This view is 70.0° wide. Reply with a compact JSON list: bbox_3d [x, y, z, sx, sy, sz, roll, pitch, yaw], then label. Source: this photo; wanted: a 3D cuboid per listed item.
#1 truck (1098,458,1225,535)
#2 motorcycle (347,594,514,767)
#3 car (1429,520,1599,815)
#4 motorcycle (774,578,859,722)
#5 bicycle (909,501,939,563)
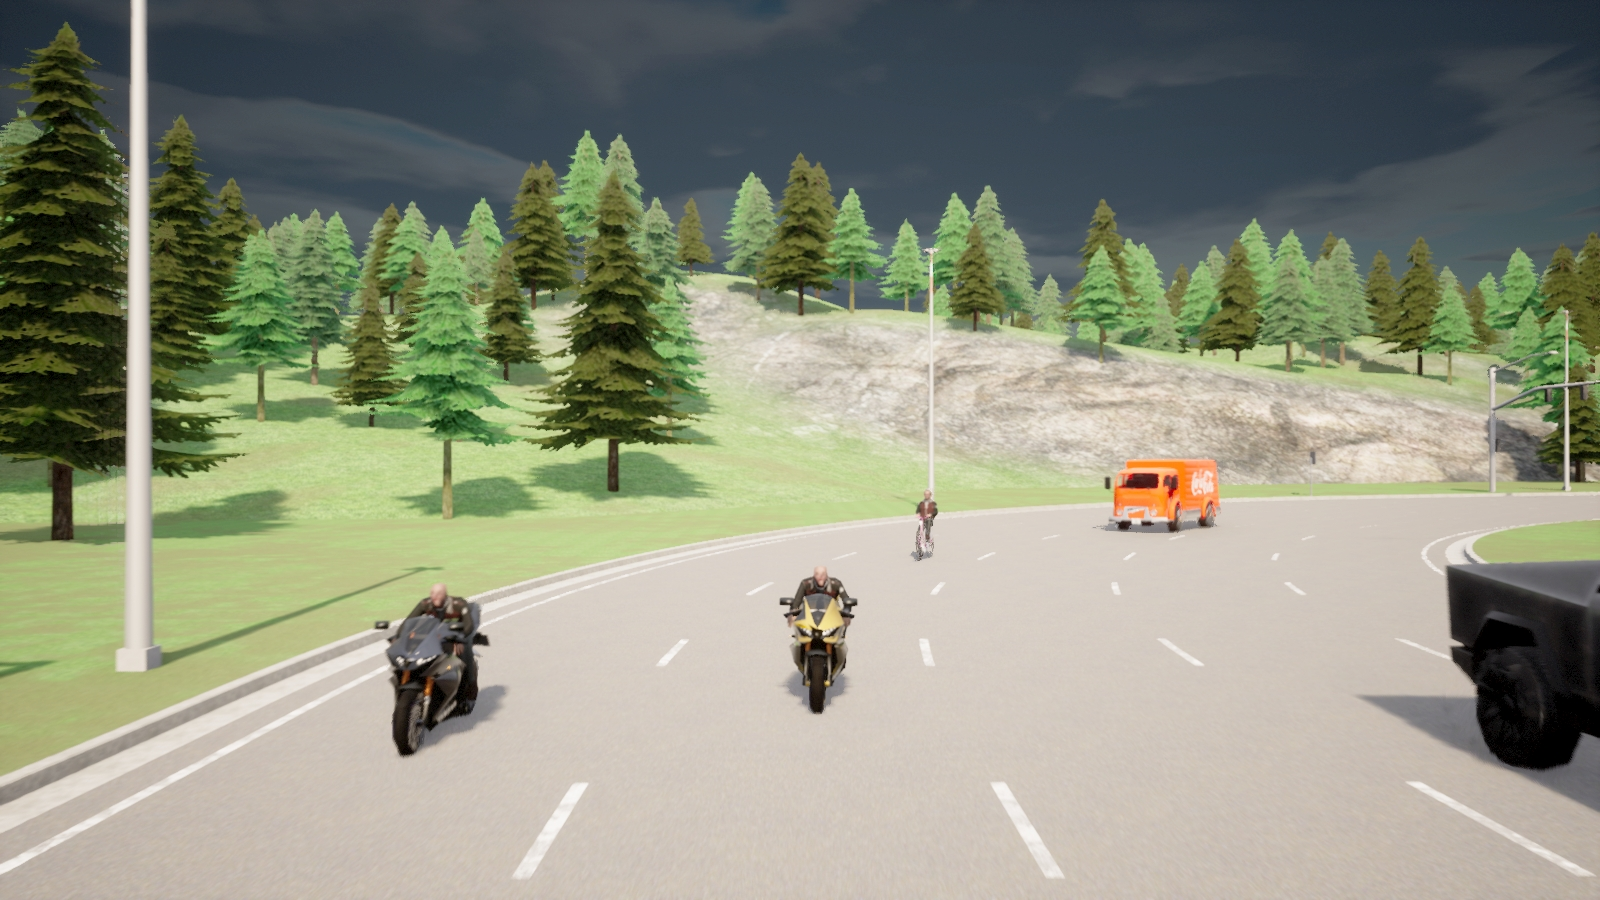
[{"bbox_3d":[12.762,1.554,40.093,2.627,2.467,5.204,-1,-1,37],"label":"truck"},{"bbox_3d":[-3.582,2.200,11.320,0.867,1.251,2.209,1,0,1],"label":"motorcycle"},{"bbox_3d":[7.295,1.750,8.143,2.390,2.098,6.274,0,0,2],"label":"car"},{"bbox_3d":[0.231,2.200,13.002,0.867,1.251,2.209,0,0,3],"label":"motorcycle"},{"bbox_3d":[3.148,2.047,28.890,0.329,1.471,1.835,0,-2,20],"label":"bicycle"}]
